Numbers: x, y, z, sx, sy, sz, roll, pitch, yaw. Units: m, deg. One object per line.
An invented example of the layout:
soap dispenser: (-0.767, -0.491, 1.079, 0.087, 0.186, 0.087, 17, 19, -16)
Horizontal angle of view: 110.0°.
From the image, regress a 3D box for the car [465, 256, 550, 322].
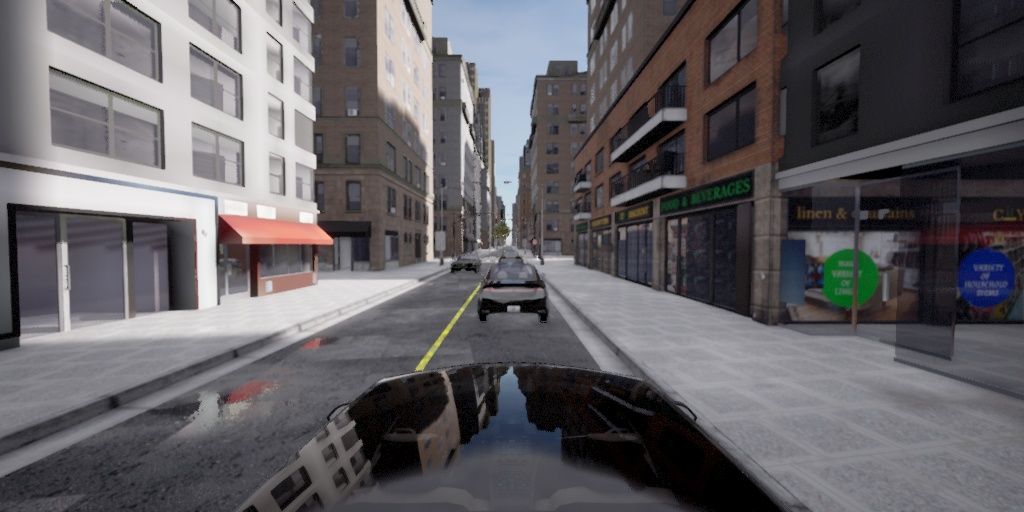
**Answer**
car: (0.019, 0.945, 10.825, 2.128, 1.511, 4.902, 0, 2, 0)

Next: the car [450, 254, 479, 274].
car: (-3.273, 0.562, 26.119, 1.895, 1.301, 4.718, 0, 2, 0)

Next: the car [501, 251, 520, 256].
car: (-0.108, 0.375, 28.504, 2.128, 1.511, 4.902, 0, 2, 0)
